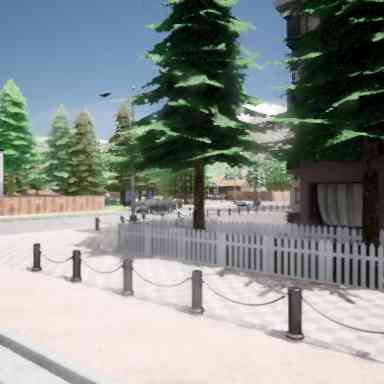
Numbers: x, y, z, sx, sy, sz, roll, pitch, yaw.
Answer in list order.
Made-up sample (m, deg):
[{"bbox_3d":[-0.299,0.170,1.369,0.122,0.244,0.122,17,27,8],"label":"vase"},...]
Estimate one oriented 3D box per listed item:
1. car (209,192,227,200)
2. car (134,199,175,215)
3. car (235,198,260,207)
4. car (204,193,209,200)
[{"bbox_3d":[6.928,1.057,82.274,1.932,1.855,4.605,0,0,36],"label":"car"},{"bbox_3d":[-3.680,1.431,32.887,2.128,1.511,4.902,0,0,37],"label":"car"},{"bbox_3d":[8.081,1.572,48.214,1.895,1.301,4.718,0,0,37],"label":"car"},{"bbox_3d":[4.664,1.054,83.433,1.905,1.878,3.866,0,0,36],"label":"car"}]
